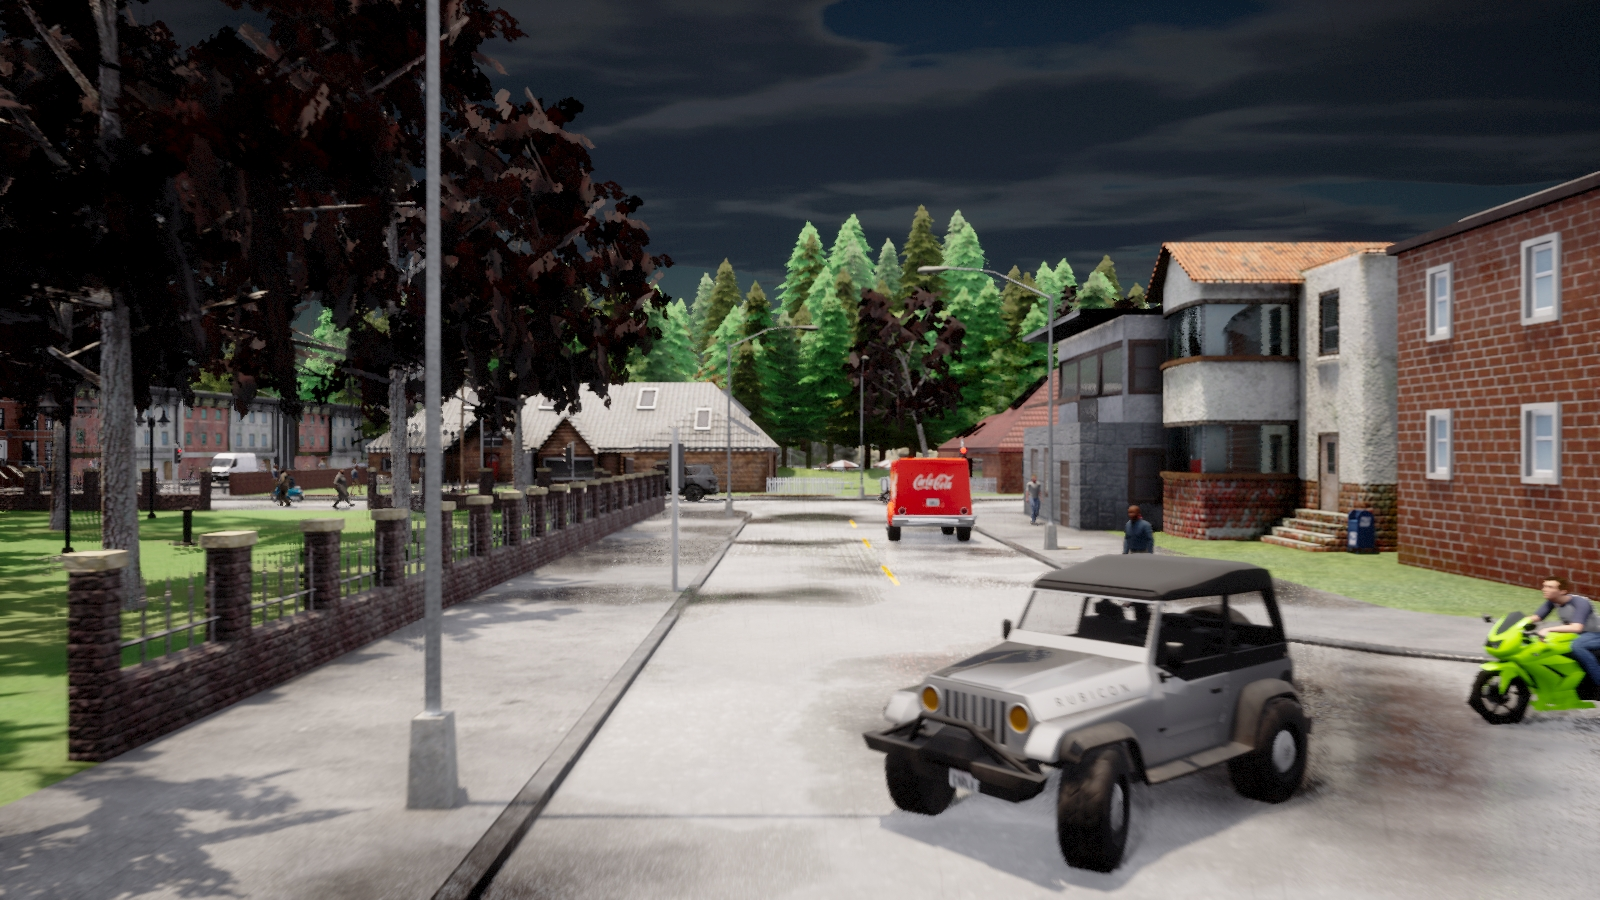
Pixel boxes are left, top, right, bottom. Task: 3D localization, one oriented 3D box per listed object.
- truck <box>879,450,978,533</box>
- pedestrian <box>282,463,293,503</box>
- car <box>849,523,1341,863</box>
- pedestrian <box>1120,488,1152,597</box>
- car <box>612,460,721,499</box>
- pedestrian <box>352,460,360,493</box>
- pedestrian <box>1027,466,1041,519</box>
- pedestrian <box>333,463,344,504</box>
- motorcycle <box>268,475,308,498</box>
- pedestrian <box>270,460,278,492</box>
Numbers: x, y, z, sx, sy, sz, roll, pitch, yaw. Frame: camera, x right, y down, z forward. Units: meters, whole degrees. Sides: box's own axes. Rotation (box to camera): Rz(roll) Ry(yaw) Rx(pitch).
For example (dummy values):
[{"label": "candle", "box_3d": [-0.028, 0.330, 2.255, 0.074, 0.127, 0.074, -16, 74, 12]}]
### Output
[{"label": "truck", "box_3d": [3.970, 1.318, 36.276, 2.627, 2.467, 5.204, 0, -2, 1]}, {"label": "pedestrian", "box_3d": [-23.868, 1.522, 53.219, 0.375, 1.860, 0.375, 0, 0, 2]}, {"label": "car", "box_3d": [2.458, 1.637, 9.084, 3.866, 1.878, 1.905, 0, 0, -40]}, {"label": "pedestrian", "box_3d": [5.895, 1.607, 20.037, 0.375, 1.860, 0.375, 0, 0, -27]}, {"label": "car", "box_3d": [-7.095, 1.560, 61.278, 5.566, 2.045, 2.150, 0, 0, 0]}, {"label": "pedestrian", "box_3d": [-25.309, 1.522, 65.096, 0.375, 1.860, 0.375, 0, 0, -12]}, {"label": "pedestrian", "box_3d": [8.359, 1.517, 40.824, 0.375, 1.860, 0.375, 0, 0, -13]}, {"label": "pedestrian", "box_3d": [-20.990, 1.525, 51.949, 0.375, 1.860, 0.375, 0, 0, -1]}, {"label": "motorcycle", "box_3d": [-27.456, 1.961, 61.290, 1.805, 1.236, 0.856, 0, 0, 0]}, {"label": "pedestrian", "box_3d": [-30.691, 1.516, 66.672, 0.375, 1.860, 0.375, 0, 0, -8]}]
